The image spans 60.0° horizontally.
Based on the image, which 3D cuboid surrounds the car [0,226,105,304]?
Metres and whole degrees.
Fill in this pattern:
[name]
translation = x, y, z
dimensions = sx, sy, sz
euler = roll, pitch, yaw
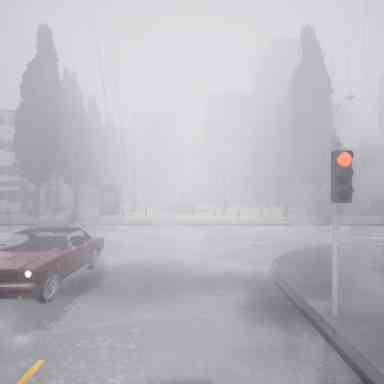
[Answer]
[car]
translation = -3.712, 1.601, 8.303
dimensions = 1.895, 1.301, 4.718
euler = 0, 0, 1
